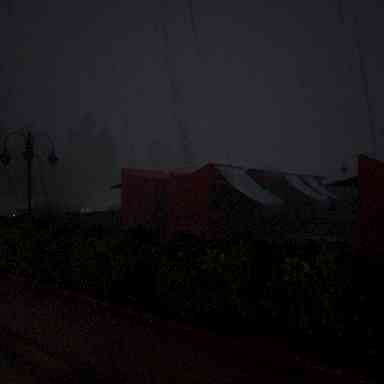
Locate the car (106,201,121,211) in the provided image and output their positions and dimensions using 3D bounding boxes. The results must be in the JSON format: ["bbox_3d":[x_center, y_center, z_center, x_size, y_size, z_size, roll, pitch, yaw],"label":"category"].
[{"bbox_3d":[-6.862,1.533,35.493,1.882,1.535,5.008,0,0,36],"label":"car"}]

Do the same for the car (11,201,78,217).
[{"bbox_3d":[-12.437,1.560,27.804,1.837,1.490,4.892,0,0,36],"label":"car"}]

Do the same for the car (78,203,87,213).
[{"bbox_3d":[-12.720,1.619,33.372,1.994,1.385,4.181,0,0,36],"label":"car"}]

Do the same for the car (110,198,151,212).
[{"bbox_3d":[-7.443,1.533,40.651,1.882,1.535,5.008,0,0,36],"label":"car"}]
